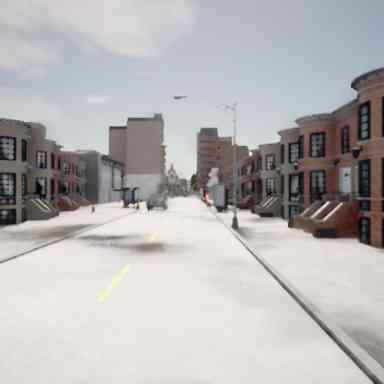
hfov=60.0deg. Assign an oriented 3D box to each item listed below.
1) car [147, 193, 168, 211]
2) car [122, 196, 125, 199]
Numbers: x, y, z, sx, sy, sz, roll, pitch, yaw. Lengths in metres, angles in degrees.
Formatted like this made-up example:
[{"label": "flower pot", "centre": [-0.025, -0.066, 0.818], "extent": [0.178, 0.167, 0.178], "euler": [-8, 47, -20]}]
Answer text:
[{"label": "car", "centre": [-4.106, 1.150, 40.161], "extent": [2.150, 2.045, 5.566], "euler": [0, 0, 0]}, {"label": "car", "centre": [-19.347, 1.199, 83.562], "extent": [4.611, 1.667, 2.242], "euler": [0, 0, 10]}]
